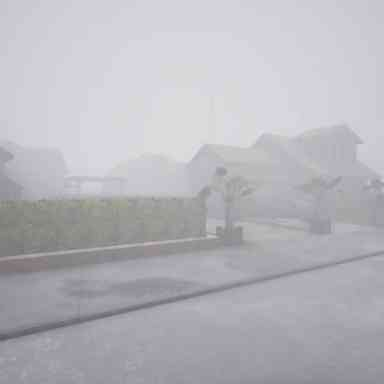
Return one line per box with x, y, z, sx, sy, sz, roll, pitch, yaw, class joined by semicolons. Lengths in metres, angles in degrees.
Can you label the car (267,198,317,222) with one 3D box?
6.915;1.170;22.389;1.845;1.501;3.633;0;0;-38;car
